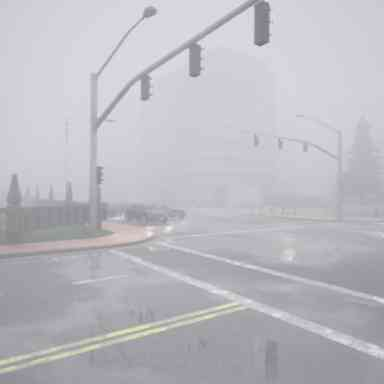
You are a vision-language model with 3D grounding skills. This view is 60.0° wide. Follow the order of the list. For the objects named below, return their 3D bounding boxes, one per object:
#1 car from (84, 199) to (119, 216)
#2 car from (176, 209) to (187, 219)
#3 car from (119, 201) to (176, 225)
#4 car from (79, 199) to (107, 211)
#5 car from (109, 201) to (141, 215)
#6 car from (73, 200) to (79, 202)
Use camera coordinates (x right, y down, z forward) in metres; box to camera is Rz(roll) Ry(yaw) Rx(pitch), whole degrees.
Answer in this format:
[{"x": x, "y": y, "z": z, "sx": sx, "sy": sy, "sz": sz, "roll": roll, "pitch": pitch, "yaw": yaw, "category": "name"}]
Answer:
[{"x": -8.991, "y": 1.610, "z": 33.039, "sx": 1.837, "sy": 1.490, "sz": 4.892, "roll": 1, "pitch": 0, "yaw": -36, "category": "car"}, {"x": -2.423, "y": 1.737, "z": 29.850, "sx": 1.895, "sy": 1.301, "sz": 4.718, "roll": 1, "pitch": 0, "yaw": -35, "category": "car"}, {"x": -3.538, "y": 1.610, "z": 25.384, "sx": 1.837, "sy": 1.490, "sz": 4.892, "roll": 1, "pitch": 0, "yaw": -35, "category": "car"}, {"x": -13.600, "y": 1.683, "z": 45.567, "sx": 2.033, "sy": 1.411, "sz": 5.357, "roll": 1, "pitch": 0, "yaw": -35, "category": "car"}, {"x": -7.517, "y": 1.700, "z": 37.003, "sx": 1.994, "sy": 1.385, "sz": 4.181, "roll": 1, "pitch": 0, "yaw": -35, "category": "car"}, {"x": -14.775, "y": 1.669, "z": 41.182, "sx": 1.994, "sy": 1.385, "sz": 4.181, "roll": 1, "pitch": 0, "yaw": -35, "category": "car"}]
